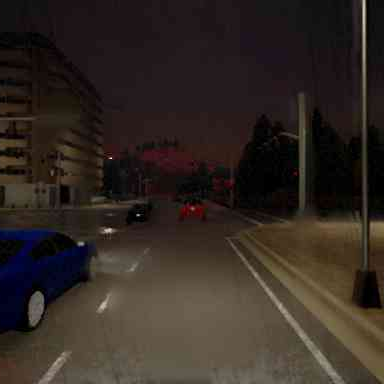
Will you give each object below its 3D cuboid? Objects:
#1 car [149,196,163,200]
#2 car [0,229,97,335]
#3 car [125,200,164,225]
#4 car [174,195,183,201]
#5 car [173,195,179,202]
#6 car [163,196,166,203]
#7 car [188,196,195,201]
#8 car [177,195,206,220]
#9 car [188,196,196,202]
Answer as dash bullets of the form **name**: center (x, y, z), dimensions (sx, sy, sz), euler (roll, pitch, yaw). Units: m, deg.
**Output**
- **car**: center (-7.062, 1.606, 61.592), dimensions (1.882, 1.535, 5.008), euler (0, 0, 1)
- **car**: center (-3.454, 1.492, 6.856), dimensions (1.882, 1.535, 5.008), euler (0, 0, 1)
- **car**: center (-3.446, 1.550, 23.886), dimensions (2.033, 1.411, 5.357), euler (0, 0, 0)
- **car**: center (-3.548, 1.569, 89.133), dimensions (2.128, 1.511, 4.902), euler (0, 0, 0)
- **car**: center (-3.543, 1.643, 79.883), dimensions (1.882, 1.535, 5.008), euler (0, 0, 0)
- **car**: center (-7.042, 1.685, 77.107), dimensions (1.812, 1.442, 4.674), euler (0, 0, 0)
- **car**: center (-0.048, 1.639, 89.164), dimensions (1.895, 1.301, 4.718), euler (0, 0, 0)
- **car**: center (0.070, 1.381, 28.582), dimensions (2.097, 1.767, 4.553), euler (0, 0, 0)
- **car**: center (-0.043, 1.688, 80.141), dimensions (1.812, 1.442, 4.674), euler (0, 0, 0)
